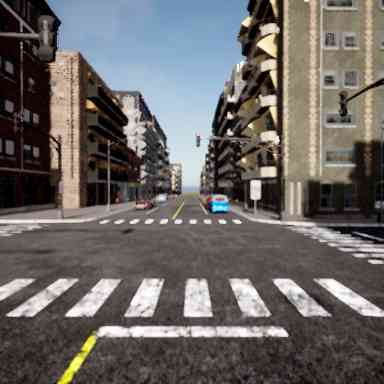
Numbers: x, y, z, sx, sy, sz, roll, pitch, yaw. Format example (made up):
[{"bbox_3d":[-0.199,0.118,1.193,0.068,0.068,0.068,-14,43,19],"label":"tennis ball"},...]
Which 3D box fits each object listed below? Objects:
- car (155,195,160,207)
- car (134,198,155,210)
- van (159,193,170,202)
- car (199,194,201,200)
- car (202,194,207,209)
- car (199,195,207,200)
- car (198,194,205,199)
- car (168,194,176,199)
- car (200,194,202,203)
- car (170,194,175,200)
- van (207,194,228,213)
[{"bbox_3d":[-5.881,1.426,45.403,1.947,1.339,4.313,-1,0,0],"label":"car"},{"bbox_3d":[-5.876,1.453,39.882,1.802,1.307,4.206,-1,0,0],"label":"car"},{"bbox_3d":[-5.903,1.174,67.496,1.690,1.788,3.998,-1,0,0],"label":"van"},{"bbox_3d":[2.632,1.285,56.401,1.967,1.590,4.097,-1,0,0],"label":"car"},{"bbox_3d":[2.688,1.187,39.838,2.192,1.841,5.009,-1,0,0],"label":"car"},{"bbox_3d":[2.680,1.390,84.010,1.947,1.339,4.313,-1,0,0],"label":"car"},{"bbox_3d":[2.662,1.267,95.052,1.967,1.590,4.097,-1,0,0],"label":"car"},{"bbox_3d":[-5.833,1.377,95.111,2.008,1.369,4.403,-1,0,0],"label":"car"},{"bbox_3d":[2.638,1.376,51.048,1.752,1.417,4.829,-1,0,0],"label":"car"},{"bbox_3d":[-5.817,1.369,89.588,1.887,1.381,4.507,-1,0,0],"label":"car"},{"bbox_3d":[2.782,1.226,34.342,1.690,1.788,3.998,-1,0,0],"label":"van"}]
